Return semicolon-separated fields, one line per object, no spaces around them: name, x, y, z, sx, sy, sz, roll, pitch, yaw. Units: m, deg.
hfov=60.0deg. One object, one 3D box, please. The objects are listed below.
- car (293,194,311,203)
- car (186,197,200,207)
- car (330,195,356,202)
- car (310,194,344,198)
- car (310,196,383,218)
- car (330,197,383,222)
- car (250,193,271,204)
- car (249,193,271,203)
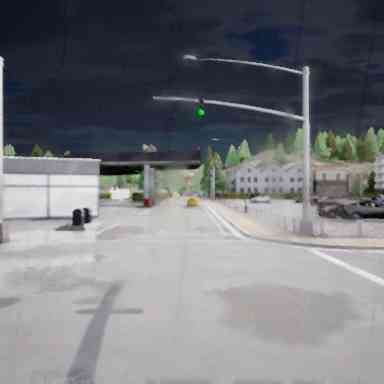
car;21.218;1.148;61.982;4.605;1.855;1.932;0;0;0
car;0.145;1.517;51.539;1.882;1.535;5.008;0;0;0
car;31.194;1.356;68.974;4.514;1.523;2.007;0;0;0
car;20.569;1.339;49.522;4.514;1.523;2.007;0;0;0
car;12.963;1.354;27.645;5.027;1.636;2.152;0;0;0
car;13.031;1.361;24.508;4.514;1.523;2.007;0;0;0
car;12.739;1.410;61.901;3.806;1.475;1.970;0;0;0
car;13.333;1.129;65.229;3.866;1.878;1.905;0;0;0
